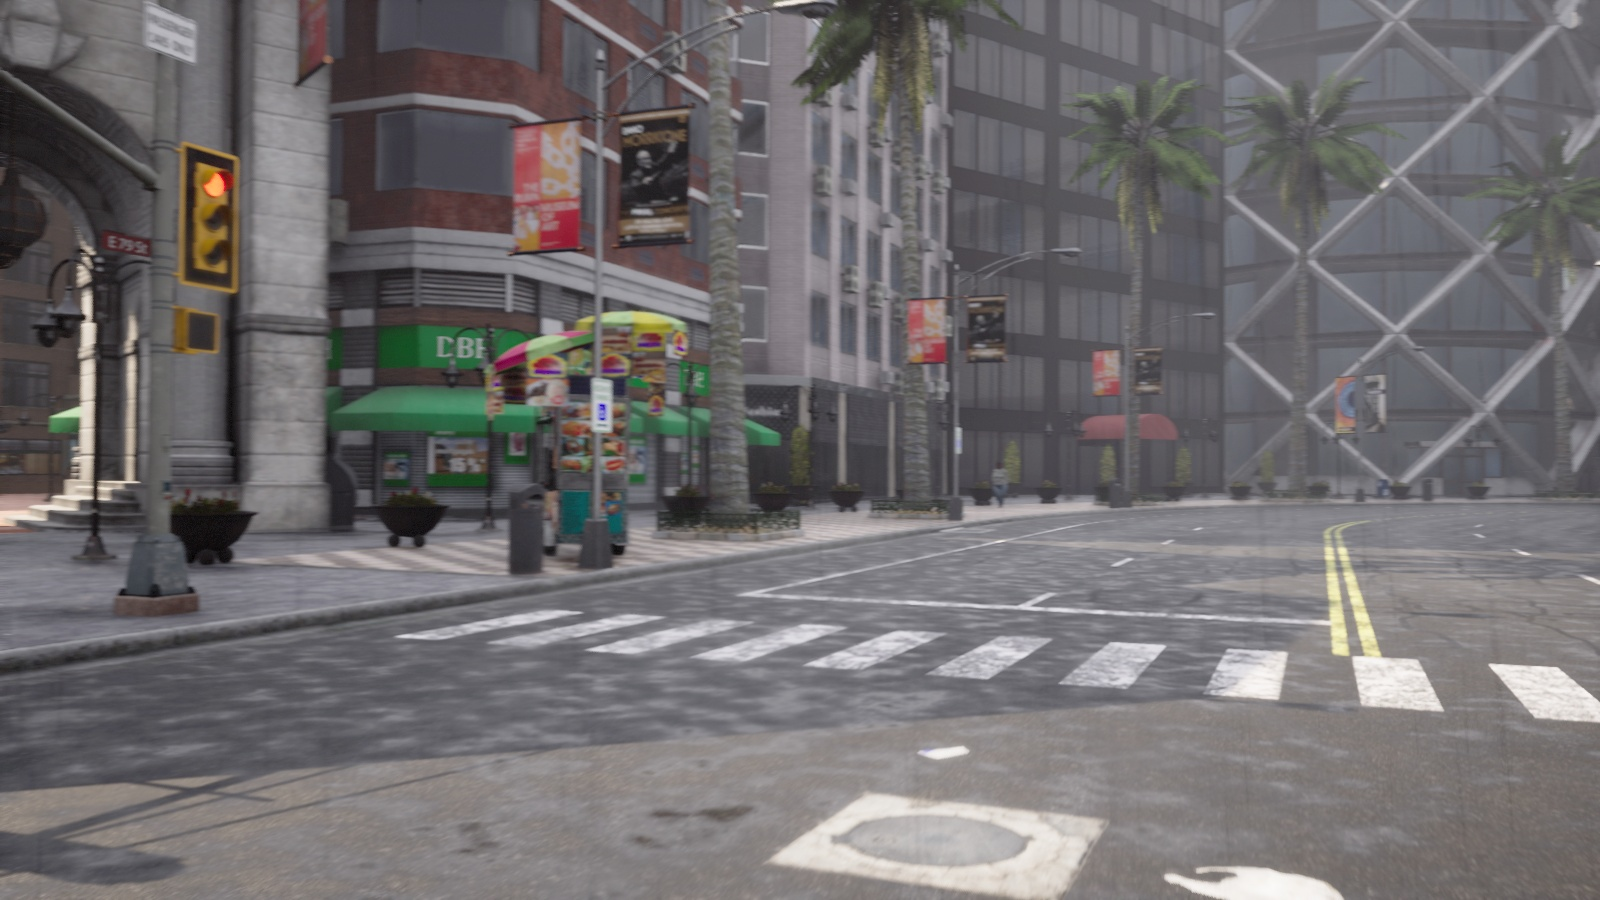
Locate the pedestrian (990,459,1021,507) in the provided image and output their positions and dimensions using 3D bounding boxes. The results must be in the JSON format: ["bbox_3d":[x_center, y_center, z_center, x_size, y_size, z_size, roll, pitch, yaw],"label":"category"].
[{"bbox_3d":[7.957,1.277,48.641,0.874,1.855,0.900,-1,-1,33],"label":"pedestrian"}]
